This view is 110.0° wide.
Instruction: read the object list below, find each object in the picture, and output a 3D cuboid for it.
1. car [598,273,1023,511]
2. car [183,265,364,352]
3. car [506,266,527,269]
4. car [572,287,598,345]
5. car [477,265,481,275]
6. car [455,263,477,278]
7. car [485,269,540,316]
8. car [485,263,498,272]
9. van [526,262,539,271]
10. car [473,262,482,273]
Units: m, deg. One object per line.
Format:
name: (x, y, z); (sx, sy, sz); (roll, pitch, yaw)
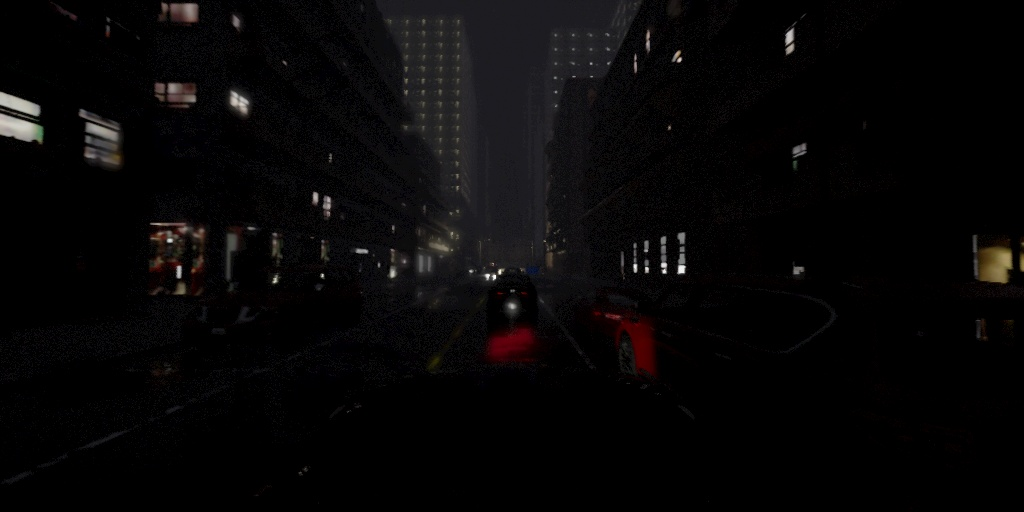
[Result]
car: (2.692, 1.096, 3.953); (2.192, 1.841, 5.009); (0, 0, 0)
car: (-5.691, 1.174, 9.439); (2.192, 1.841, 5.009); (0, 0, 0)
car: (0.046, 1.672, 29.832); (1.812, 1.442, 4.674); (0, -1, 0)
car: (2.691, 1.442, 9.492); (1.802, 1.307, 4.207); (0, 0, 0)
car: (-5.662, 1.987, 48.218); (1.802, 1.307, 4.207); (0, 0, 0)
car: (-5.661, 1.878, 42.677); (2.007, 1.370, 4.403); (0, 0, 0)
car: (0.042, 1.433, 14.242); (1.837, 1.490, 4.892); (0, 0, 1)
car: (-3.076, 1.994, 55.067); (2.128, 1.511, 4.902); (0, -1, 0)
van: (2.686, 1.746, 48.271); (1.690, 1.789, 3.998); (0, 0, 0)
car: (-5.663, 2.049, 53.757); (1.948, 1.339, 4.313); (0, 0, 0)
